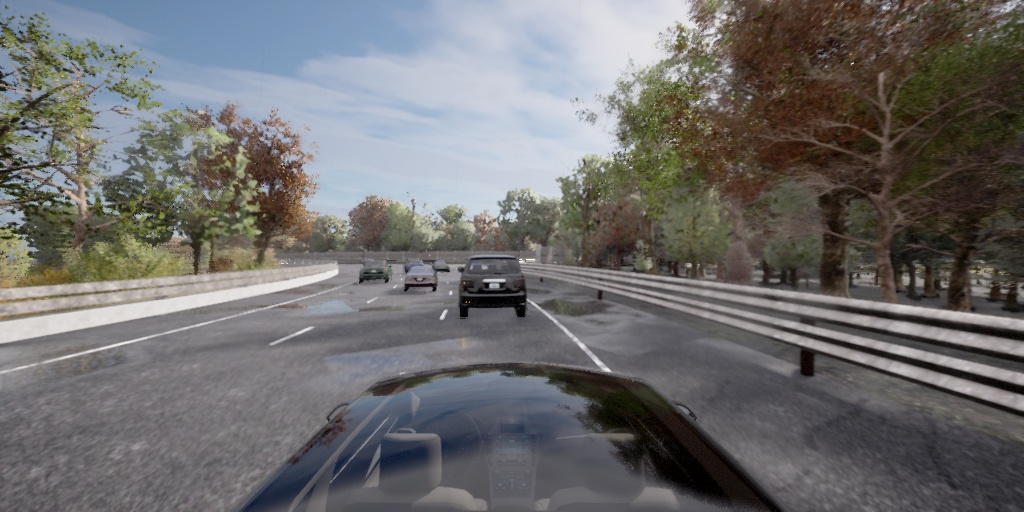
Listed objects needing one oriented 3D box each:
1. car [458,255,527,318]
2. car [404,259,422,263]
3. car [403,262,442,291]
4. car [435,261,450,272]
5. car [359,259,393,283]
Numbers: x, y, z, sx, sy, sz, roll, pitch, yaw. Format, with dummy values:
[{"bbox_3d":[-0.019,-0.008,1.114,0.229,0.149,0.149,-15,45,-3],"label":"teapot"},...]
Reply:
[{"bbox_3d":[-0.811,0.970,13.218,2.150,2.045,5.566,0,0,-6],"label":"car"},{"bbox_3d":[-11.388,1.126,41.531,2.097,1.767,4.553,0,0,-21],"label":"car"},{"bbox_3d":[-5.484,1.308,21.934,2.033,1.411,5.357,0,0,-11],"label":"car"},{"bbox_3d":[-9.211,1.329,45.245,1.994,1.385,4.181,0,0,-22],"label":"car"},{"bbox_3d":[-10.635,1.128,28.251,2.097,1.767,4.553,0,0,-15],"label":"car"}]
